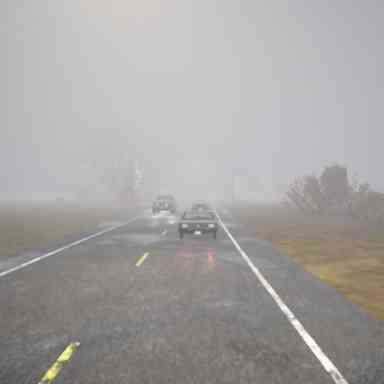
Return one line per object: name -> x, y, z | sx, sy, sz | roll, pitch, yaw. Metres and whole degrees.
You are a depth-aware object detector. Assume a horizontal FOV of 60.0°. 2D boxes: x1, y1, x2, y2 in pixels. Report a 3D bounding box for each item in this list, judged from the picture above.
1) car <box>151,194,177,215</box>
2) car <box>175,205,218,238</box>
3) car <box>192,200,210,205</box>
car -> -2.772, 1.220, 34.705 | 2.150, 2.045, 5.566 | 0, 0, 3
car -> 0.323, 1.601, 17.684 | 1.895, 1.301, 4.718 | 0, 0, 1
car -> 0.930, 1.525, 35.369 | 1.812, 1.442, 4.674 | 0, 0, 3
